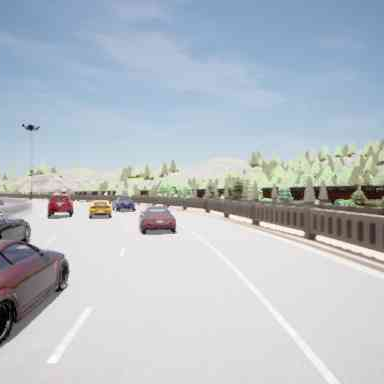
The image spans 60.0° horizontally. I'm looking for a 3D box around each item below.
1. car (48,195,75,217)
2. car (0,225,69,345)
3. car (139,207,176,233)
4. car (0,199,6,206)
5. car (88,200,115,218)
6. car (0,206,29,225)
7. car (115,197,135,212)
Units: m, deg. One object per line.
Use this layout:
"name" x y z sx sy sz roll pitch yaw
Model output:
"car" -12.621 1.266 32.135 2.150 2.045 5.566 0 0 -19
"car" -3.818 1.578 6.260 1.994 1.385 4.181 0 0 -4
"car" -2.137 1.571 19.943 1.994 1.385 4.181 0 0 -11
"car" -27.738 1.663 47.486 1.994 1.385 4.181 0 0 -30
"car" -8.574 1.507 30.912 1.882 1.535 5.008 0 0 -18
"car" -8.074 1.521 13.302 2.128 1.511 4.902 0 0 -8
"car" -8.380 1.380 40.421 2.097 1.767 4.553 0 0 -22
